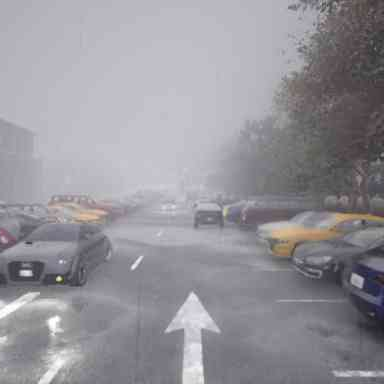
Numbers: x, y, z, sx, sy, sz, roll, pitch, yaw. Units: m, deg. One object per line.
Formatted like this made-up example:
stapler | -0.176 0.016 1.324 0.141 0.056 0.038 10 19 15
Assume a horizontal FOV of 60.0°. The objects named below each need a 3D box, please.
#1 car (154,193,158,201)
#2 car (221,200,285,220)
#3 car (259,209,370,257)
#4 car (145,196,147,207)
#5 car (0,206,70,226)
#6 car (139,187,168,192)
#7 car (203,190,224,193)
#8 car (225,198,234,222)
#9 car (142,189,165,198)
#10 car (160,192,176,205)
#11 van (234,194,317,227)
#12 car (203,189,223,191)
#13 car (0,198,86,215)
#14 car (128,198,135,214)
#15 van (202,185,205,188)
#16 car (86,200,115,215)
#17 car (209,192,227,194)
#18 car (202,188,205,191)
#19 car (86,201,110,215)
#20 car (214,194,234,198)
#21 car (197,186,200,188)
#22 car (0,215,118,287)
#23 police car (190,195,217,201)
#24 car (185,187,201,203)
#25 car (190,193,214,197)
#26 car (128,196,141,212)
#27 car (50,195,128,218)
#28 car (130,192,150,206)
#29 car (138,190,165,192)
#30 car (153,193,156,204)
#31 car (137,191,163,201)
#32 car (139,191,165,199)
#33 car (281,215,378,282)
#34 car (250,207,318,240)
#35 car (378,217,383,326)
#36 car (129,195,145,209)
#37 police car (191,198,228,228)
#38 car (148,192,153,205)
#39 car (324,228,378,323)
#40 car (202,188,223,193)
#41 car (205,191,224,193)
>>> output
car | -8.061 1.246 50.040 4.792 1.488 2.163 0 1 0
car | 5.039 1.485 27.910 5.008 1.535 2.097 0 0 0
car | 5.047 1.485 11.077 5.008 1.535 2.097 0 0 0
car | -8.031 1.458 38.899 4.674 1.452 2.002 0 0 0
car | -8.032 1.487 13.831 4.892 1.521 2.231 0 0 0
car | -8.002 0.510 63.960 5.566 2.045 2.435 0 2 0
car | 5.235 0.868 61.238 5.366 1.575 1.946 0 2 0
car | 5.229 1.482 25.002 5.366 1.575 1.946 0 0 0
car | -7.998 0.383 69.532 4.553 1.767 2.185 0 3 0
car | -3.558 1.184 52.364 1.837 1.490 4.892 0 1 0
van | 4.926 1.260 19.432 4.442 1.987 1.878 0 0 0
car | 5.235 0.755 64.031 5.366 1.575 1.946 0 2 0
car | -8.069 1.361 16.739 4.553 1.767 2.185 0 0 0
car | -8.065 1.510 30.533 4.792 1.488 2.163 0 0 0
van | 4.925 0.003 75.170 4.442 1.987 1.878 -1 3 0
car | -8.042 1.486 22.181 5.008 1.535 2.097 0 0 0
car | 5.042 1.216 50.089 4.892 1.521 2.231 0 2 0
car | 5.054 0.400 72.513 4.674 1.452 2.002 0 3 0
car | -7.852 1.483 19.397 5.366 1.575 1.946 0 0 0
car | 4.861 1.374 41.855 5.366 1.575 1.946 0 1 0
car | 0.013 0.108 72.389 2.097 1.767 4.553 0 3 0
car | -3.598 1.569 9.195 1.994 1.385 4.181 0 0 0
police car | 1.055 1.416 32.629 1.930 1.638 5.238 0 0 0
car | 0.011 0.753 57.218 2.150 2.045 5.566 0 2 0
car | 1.055 1.292 38.485 2.097 1.767 4.553 0 1 0
car | -8.040 1.467 33.320 5.008 1.535 2.097 0 0 0
car | -8.008 1.234 24.964 5.566 2.045 2.435 0 0 0
car | -8.002 1.255 41.683 4.553 1.767 2.185 0 1 0
car | -8.037 0.874 61.183 4.892 1.521 2.231 0 2 0
car | -8.004 1.309 47.253 4.792 1.488 2.163 0 1 0
car | -8.060 1.005 58.407 4.792 1.488 2.163 0 2 0
car | -8.035 0.639 66.761 5.008 1.535 2.097 0 2 0
car | 5.048 1.486 8.292 4.892 1.521 2.231 0 0 0
car | 5.045 1.526 13.862 4.674 1.452 2.002 0 0 0
car | 5.012 1.231 2.721 5.566 2.045 2.435 0 0 0
car | -8.041 1.446 36.109 5.008 1.535 2.097 0 1 0
police car | 1.053 1.431 22.631 1.930 1.638 5.238 0 0 0
car | -8.002 1.209 44.463 4.553 1.767 2.185 0 1 0
car | 5.069 1.513 5.509 4.792 1.488 2.163 0 0 0
car | 5.053 0.538 69.732 4.674 1.452 2.002 0 3 0
car | 5.020 0.998 58.585 4.792 1.488 2.163 0 2 0
